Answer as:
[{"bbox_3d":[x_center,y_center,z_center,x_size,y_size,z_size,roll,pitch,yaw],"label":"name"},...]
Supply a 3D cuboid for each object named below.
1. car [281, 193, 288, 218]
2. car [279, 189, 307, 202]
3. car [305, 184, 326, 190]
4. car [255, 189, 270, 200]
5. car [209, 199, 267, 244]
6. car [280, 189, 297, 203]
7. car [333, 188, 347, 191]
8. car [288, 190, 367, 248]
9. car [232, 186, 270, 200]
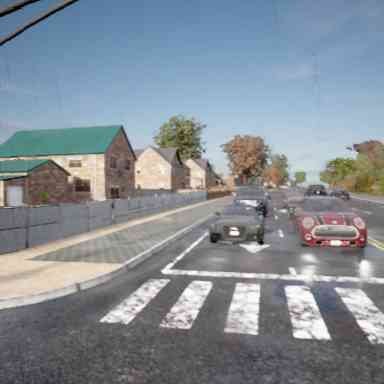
[{"bbox_3d":[7.038,0.999,21.530,1.895,1.301,4.718,-1,1,13],"label":"car"},{"bbox_3d":[9.136,0.700,30.282,1.812,1.442,4.674,-1,1,14],"label":"car"},{"bbox_3d":[15.409,0.062,41.493,2.150,2.045,5.566,-1,1,14],"label":"car"},{"bbox_3d":[10.087,0.368,47.344,1.994,1.385,4.181,-1,1,15],"label":"car"},{"bbox_3d":[1.931,1.216,13.647,1.994,1.385,4.181,-1,1,13],"label":"car"},{"bbox_3d":[11.587,0.454,40.089,1.812,1.442,4.674,-1,1,14],"label":"car"},{"bbox_3d":[19.333,0.241,43.673,1.837,1.490,4.892,-1,1,14],"label":"car"},{"bbox_3d":[5.065,0.977,12.797,2.097,1.767,4.553,-1,1,13],"label":"car"},{"bbox_3d":[4.164,0.618,23.541,2.150,2.045,5.566,-1,1,13],"label":"car"}]
